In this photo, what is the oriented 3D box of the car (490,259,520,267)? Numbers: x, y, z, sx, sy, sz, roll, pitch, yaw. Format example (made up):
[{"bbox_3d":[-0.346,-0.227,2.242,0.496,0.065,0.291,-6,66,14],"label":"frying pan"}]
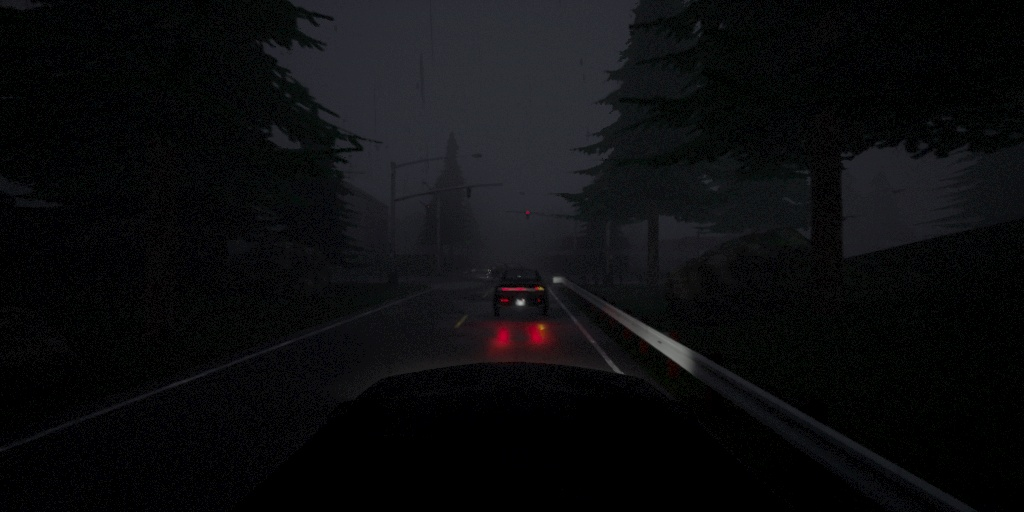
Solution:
[{"bbox_3d":[-0.345,1.233,27.120,2.128,1.511,4.902,1,0,-18],"label":"car"}]

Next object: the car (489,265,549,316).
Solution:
[{"bbox_3d":[0.337,1.242,13.382,2.128,1.511,4.902,0,0,2],"label":"car"}]
